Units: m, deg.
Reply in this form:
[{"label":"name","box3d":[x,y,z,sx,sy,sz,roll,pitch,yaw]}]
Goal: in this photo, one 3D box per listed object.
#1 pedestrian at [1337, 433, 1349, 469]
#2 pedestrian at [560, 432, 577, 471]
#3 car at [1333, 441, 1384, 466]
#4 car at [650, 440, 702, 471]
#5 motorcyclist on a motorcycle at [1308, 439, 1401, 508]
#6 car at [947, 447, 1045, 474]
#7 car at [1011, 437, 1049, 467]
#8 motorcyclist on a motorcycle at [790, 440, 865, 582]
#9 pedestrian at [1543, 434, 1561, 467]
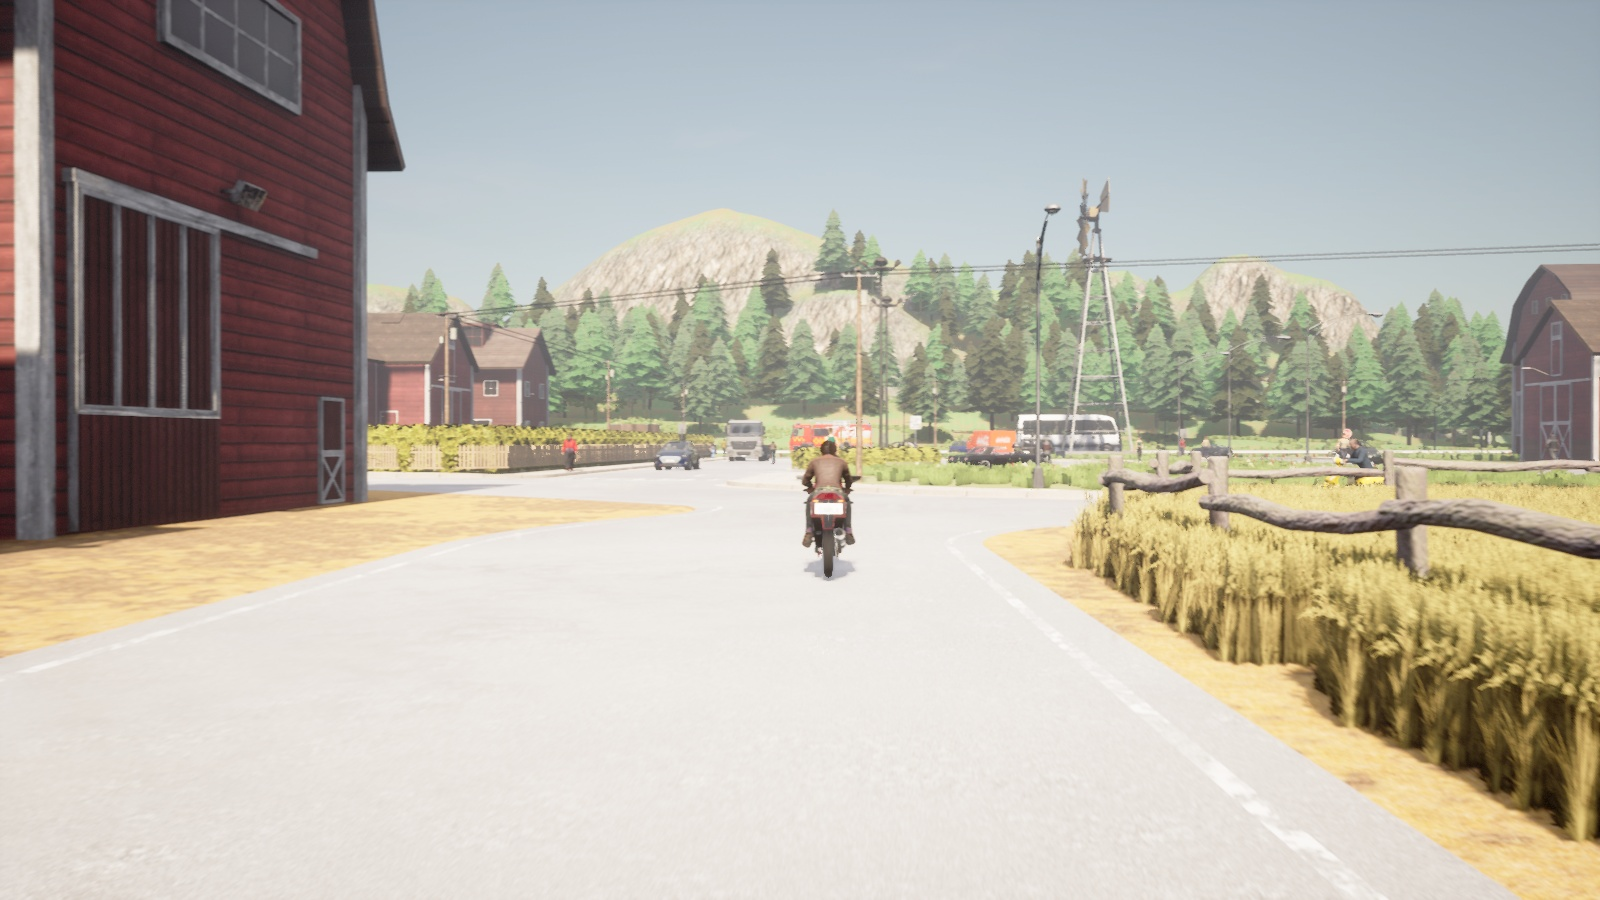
[{"label":"pedestrian","box3d":[27.930,0.067,64.612,0.345,1.836,0.594,0,0,3]},{"label":"pedestrian","box3d":[-10.977,0.058,59.469,0.634,1.844,0.899,0,0,0]},{"label":"car","box3d":[37.634,0.207,84.706,1.851,1.617,3.988,0,0,4]},{"label":"car","box3d":[-6.818,0.281,69.360,2.033,1.649,4.856,0,0,4]},{"label":"motorcyclist on a motorcycle","box3d":[13.110,0.546,29.718,1.817,1.590,0.866,0,0,5]},{"label":"car","box3d":[9.912,0.501,63.426,4.718,1.301,1.895,0,0,-29]},{"label":"car","box3d":[14.992,0.121,81.995,1.932,1.855,4.605,0,1,4]},{"label":"motorcyclist on a motorcycle","box3d":[0.316,0.648,14.487,0.797,1.523,2.044,0,0,1]},{"label":"pedestrian","box3d":[44.072,0.032,73.574,0.563,1.883,0.849,0,0,5]}]
